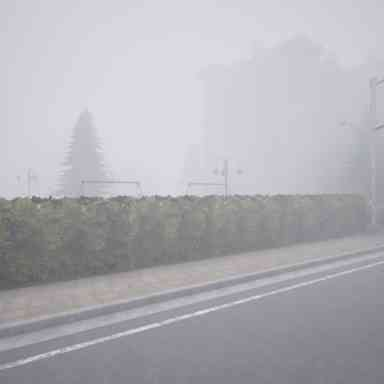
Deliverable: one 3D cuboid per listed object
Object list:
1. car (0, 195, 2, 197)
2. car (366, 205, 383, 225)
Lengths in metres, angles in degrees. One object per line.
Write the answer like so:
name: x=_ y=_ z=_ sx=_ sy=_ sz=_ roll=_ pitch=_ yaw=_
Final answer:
car: x=-40.266 y=1.374 z=67.273 sx=3.633 sy=1.501 sz=1.845 roll=0 pitch=0 yaw=-37
car: x=11.868 y=1.532 z=21.429 sx=2.033 sy=1.411 sz=5.357 roll=0 pitch=0 yaw=-38
